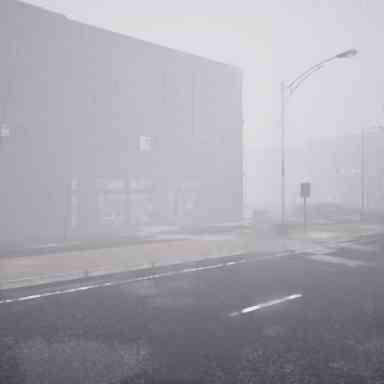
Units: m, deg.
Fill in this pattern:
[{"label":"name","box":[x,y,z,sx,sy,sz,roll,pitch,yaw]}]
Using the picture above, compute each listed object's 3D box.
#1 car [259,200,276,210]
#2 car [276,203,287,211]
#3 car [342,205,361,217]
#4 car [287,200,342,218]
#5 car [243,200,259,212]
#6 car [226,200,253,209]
[{"label":"car","box":[10.787,1.901,48.949,1.802,1.307,4.206,-2,0,-36]},{"label":"car","box":[14.009,1.806,44.448,2.008,1.369,4.403,-2,0,-36]},{"label":"car","box":[14.317,1.762,34.088,2.033,1.411,5.357,-1,0,-36]},{"label":"car","box":[11.954,1.811,32.715,1.947,1.339,4.313,-2,0,-36]},{"label":"car","box":[6.342,1.871,45.228,1.837,1.490,4.892,-1,1,-36]},{"label":"car","box":[7.565,1.963,53.449,1.802,1.307,4.206,-2,0,-36]}]
